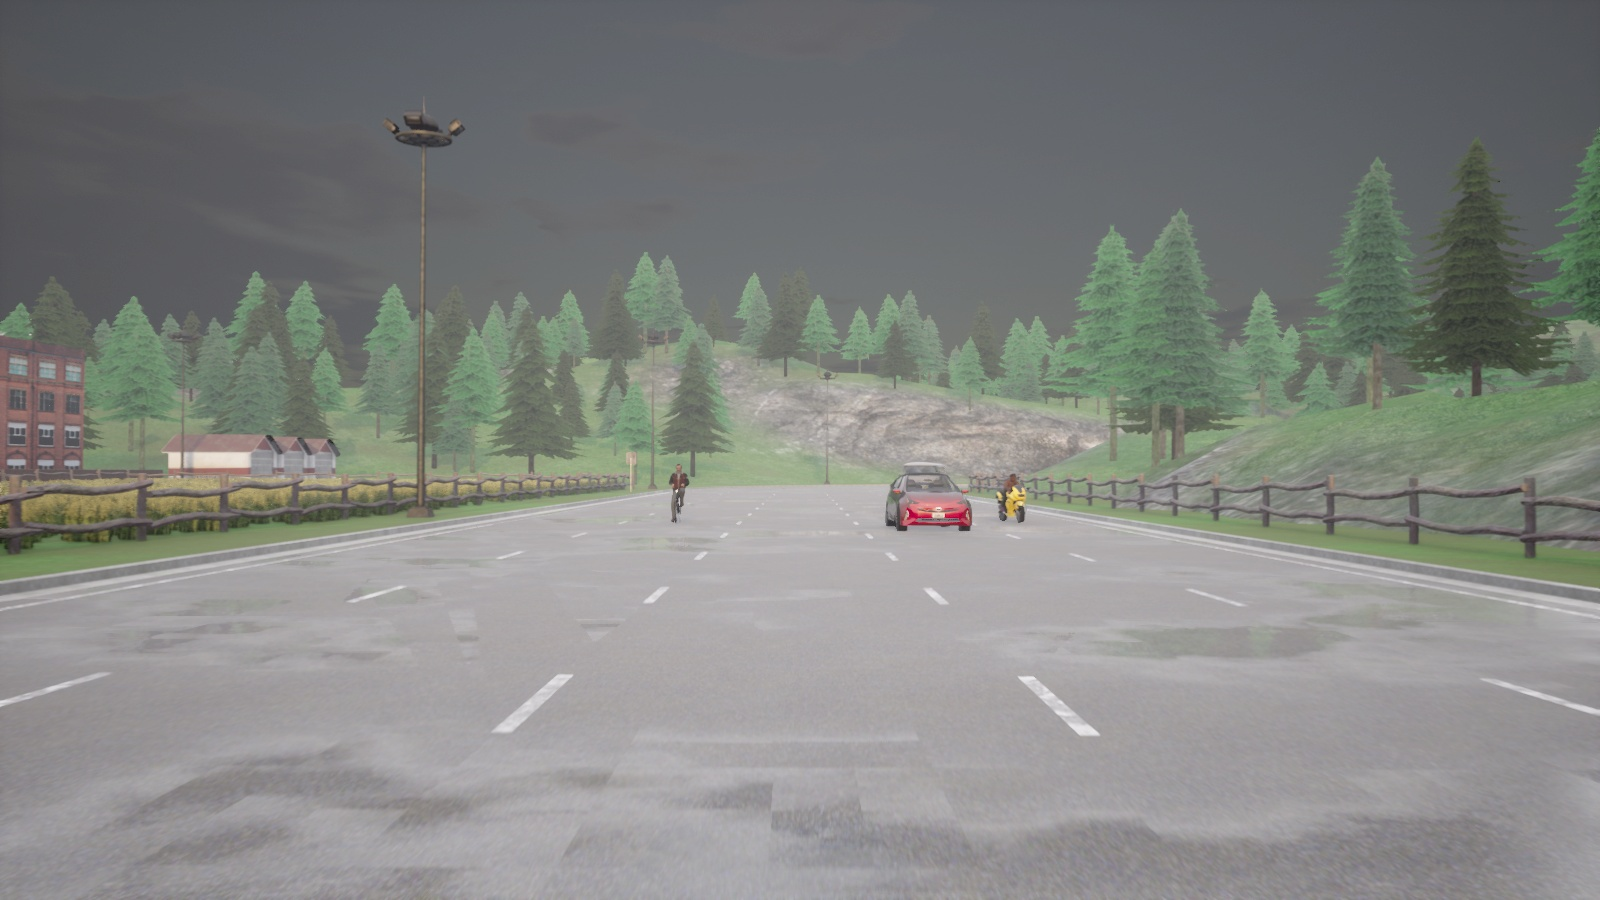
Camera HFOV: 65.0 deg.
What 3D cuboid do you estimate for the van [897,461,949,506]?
[{"bbox_3d":[5.603,1.496,56.763,1.775,1.987,4.442,-1,-1,13],"label":"van"}]

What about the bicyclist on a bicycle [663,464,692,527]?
[{"bbox_3d":[-3.557,1.314,36.692,0.659,1.776,1.843,0,-1,0],"label":"bicyclist on a bicycle"}]

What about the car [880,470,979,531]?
[{"bbox_3d":[3.402,1.315,33.886,2.007,1.525,4.514,0,-1,-2],"label":"car"}]

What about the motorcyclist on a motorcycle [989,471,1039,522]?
[{"bbox_3d":[6.568,1.418,38.680,0.797,1.523,2.044,-1,-1,-12],"label":"motorcyclist on a motorcycle"}]
